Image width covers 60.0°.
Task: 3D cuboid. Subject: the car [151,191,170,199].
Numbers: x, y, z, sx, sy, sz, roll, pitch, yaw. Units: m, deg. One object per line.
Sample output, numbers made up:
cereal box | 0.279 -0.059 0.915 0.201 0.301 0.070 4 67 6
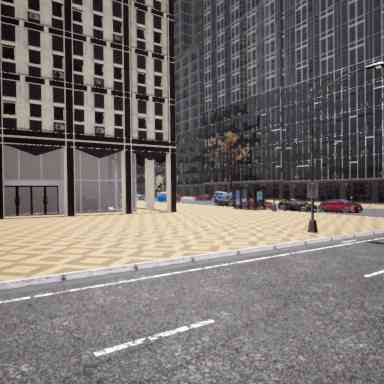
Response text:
car | -7.383 0.615 77.764 2.192 1.841 5.009 0 1 -34

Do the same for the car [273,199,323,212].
car | 11.171 1.424 35.395 1.947 1.339 4.313 0 1 -34

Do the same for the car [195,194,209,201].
car | 2.213 1.043 63.673 1.802 1.307 4.206 0 1 -34

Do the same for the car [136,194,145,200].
car | -11.112 1.039 68.354 2.008 1.369 4.403 0 1 -34

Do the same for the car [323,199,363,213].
car | 15.258 1.408 34.211 1.994 1.385 4.181 -1 1 -34

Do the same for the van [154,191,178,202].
van | -4.714 0.937 58.956 1.690 1.788 3.998 0 1 -34

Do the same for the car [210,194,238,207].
car | 4.837 1.319 44.836 1.947 1.339 4.313 0 1 -34

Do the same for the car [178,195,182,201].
car | -4.157 0.853 62.899 2.150 2.045 5.566 -1 1 -34

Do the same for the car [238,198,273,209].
car | 7.987 1.388 40.105 1.802 1.307 4.206 0 1 -34

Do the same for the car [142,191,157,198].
car | -10.582 0.686 82.464 1.967 1.590 4.097 0 1 -34

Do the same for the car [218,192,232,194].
car | 6.272 1.176 47.415 1.882 1.535 5.008 -1 1 -34

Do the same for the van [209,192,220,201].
van | 5.411 0.855 58.972 1.690 1.788 3.998 0 1 -34
